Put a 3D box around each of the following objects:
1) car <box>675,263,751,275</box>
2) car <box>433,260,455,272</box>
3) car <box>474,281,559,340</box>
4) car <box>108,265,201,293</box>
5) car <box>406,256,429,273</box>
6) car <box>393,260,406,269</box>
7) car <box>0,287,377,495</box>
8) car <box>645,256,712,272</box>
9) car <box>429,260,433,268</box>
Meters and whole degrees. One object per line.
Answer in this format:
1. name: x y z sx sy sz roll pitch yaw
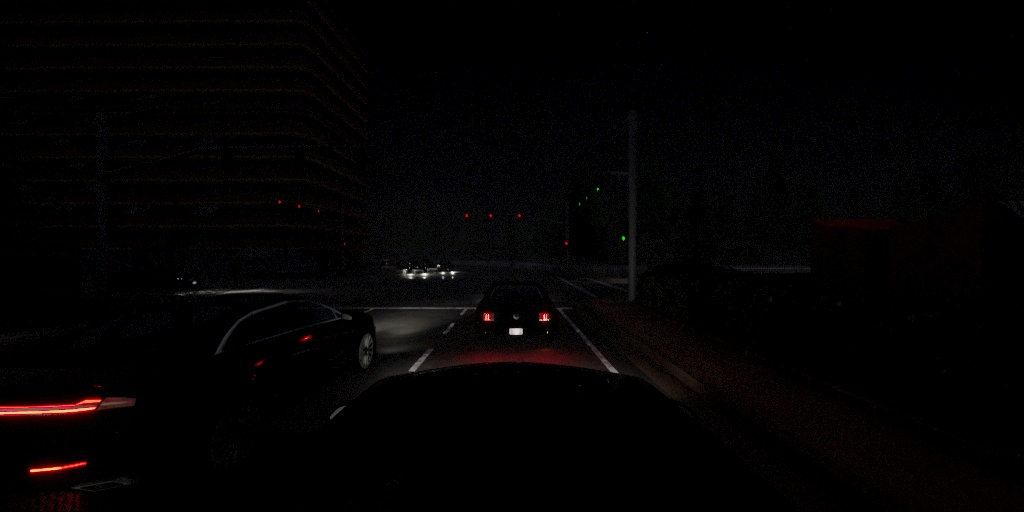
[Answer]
1. car: 15.646 1.405 27.799 4.718 1.301 1.895 0 0 1
2. car: -8.870 1.297 47.747 2.033 1.411 5.357 0 0 -18
3. car: 0.113 1.351 9.993 1.895 1.301 4.718 0 0 1
4. car: -20.985 1.297 20.938 4.902 1.511 2.128 0 0 1
5. car: -11.794 0.971 44.803 2.150 2.045 5.566 0 0 -15
6. car: -16.414 1.275 55.562 1.812 1.442 4.674 0 0 -33
7. car: -3.426 1.242 4.729 2.128 1.511 4.902 0 0 0
8. car: 14.630 1.026 31.308 5.566 2.045 2.150 0 0 1
9. car: -14.083 1.251 58.341 1.837 1.490 4.892 0 1 -35
